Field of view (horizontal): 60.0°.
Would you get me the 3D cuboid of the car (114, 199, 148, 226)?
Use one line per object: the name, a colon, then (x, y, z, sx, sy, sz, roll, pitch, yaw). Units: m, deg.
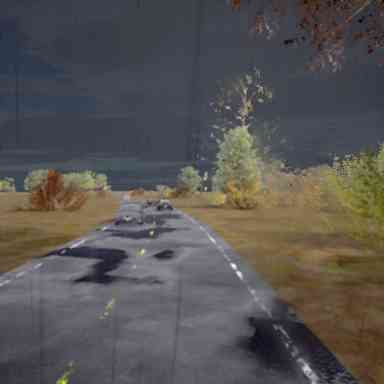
car: (-4.347, 1.525, 23.779, 1.837, 1.490, 4.892, 0, 0, -5)

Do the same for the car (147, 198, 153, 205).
car: (-7.128, 1.659, 60.273, 1.895, 1.301, 4.718, 0, 0, -13)

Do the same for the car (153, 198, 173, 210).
car: (-3.577, 1.561, 42.541, 1.812, 1.442, 4.674, 0, 0, -9)
